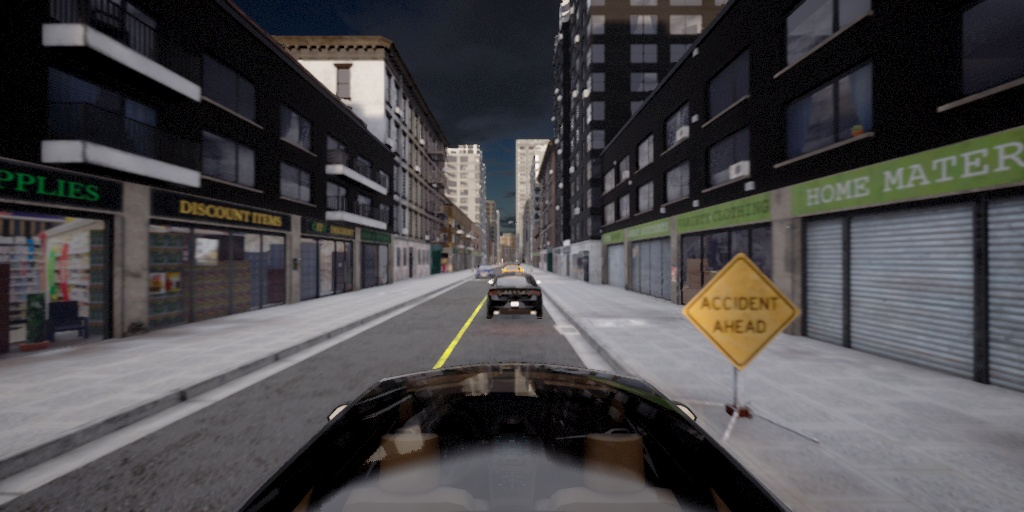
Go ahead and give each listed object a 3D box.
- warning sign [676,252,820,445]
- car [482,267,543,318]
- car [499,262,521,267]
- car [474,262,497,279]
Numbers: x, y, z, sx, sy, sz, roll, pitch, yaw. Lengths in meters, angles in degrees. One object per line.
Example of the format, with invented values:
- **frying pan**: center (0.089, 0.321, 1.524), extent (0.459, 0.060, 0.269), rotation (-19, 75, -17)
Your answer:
- **warning sign**: center (2.517, 0.891, 3.990), extent (1.300, 1.860, 1.060), rotation (0, 0, 0)
- **car**: center (0.096, 1.361, 13.643), extent (1.882, 1.535, 5.008), rotation (0, 0, 0)
- **car**: center (0.096, 1.564, 31.491), extent (1.882, 1.535, 5.008), rotation (0, -1, 0)
- **car**: center (-2.835, 1.692, 38.410), extent (1.812, 1.442, 4.674), rotation (0, -1, 0)
